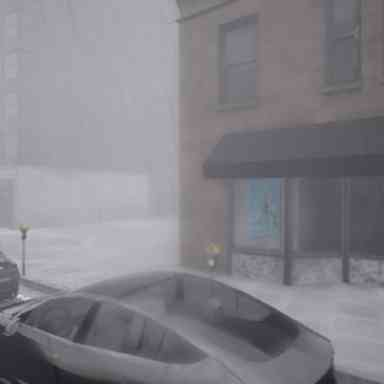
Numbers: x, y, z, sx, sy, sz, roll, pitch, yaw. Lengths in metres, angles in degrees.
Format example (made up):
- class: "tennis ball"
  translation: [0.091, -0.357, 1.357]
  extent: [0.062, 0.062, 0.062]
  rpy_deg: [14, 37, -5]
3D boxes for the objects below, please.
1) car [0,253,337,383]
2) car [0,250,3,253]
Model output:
- class: "car"
  translation: [-0.728, 1.561, 3.600]
  extent: [4.313, 1.339, 1.947]
  rpy_deg: [0, 0, 36]
- class: "car"
  translation: [-5.224, 1.534, 6.810]
  extent: [4.403, 1.369, 2.008]
  rpy_deg: [0, 0, 36]
